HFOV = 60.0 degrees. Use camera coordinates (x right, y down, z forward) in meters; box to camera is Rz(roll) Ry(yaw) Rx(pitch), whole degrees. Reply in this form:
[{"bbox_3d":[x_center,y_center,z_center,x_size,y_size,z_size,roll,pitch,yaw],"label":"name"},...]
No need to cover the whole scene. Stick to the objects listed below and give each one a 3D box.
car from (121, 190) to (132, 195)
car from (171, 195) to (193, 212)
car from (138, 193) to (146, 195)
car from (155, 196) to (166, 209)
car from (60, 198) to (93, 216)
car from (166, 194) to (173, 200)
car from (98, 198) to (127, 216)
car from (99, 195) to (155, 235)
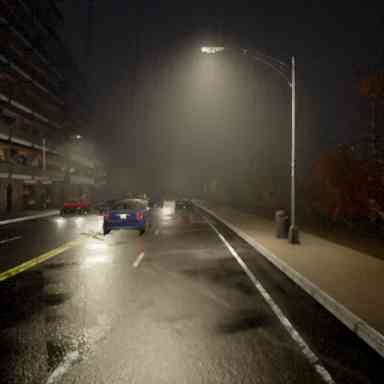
[{"bbox_3d":[-13.934,0.681,70.918,2.150,2.045,5.566,0,0,-7],"label":"car"},{"bbox_3d":[-0.881,1.313,35.344,2.128,1.511,4.902,0,0,-3],"label":"car"},{"bbox_3d":[-10.715,0.925,71.378,1.882,1.535,5.008,0,0,-7],"label":"car"},{"bbox_3d":[-4.541,1.294,42.108,1.837,1.490,4.892,0,1,-4],"label":"car"},{"bbox_3d":[-10.617,1.333,30.865,1.882,1.535,5.008,0,0,-3],"label":"car"},{"bbox_3d":[-5.287,1.120,79.804,1.994,1.385,4.181,0,0,-8],"label":"car"},{"bbox_3d":[-7.385,1.375,31.327,1.812,1.442,4.674,0,0,-3],"label":"car"},{"bbox_3d":[-3.452,1.263,18.487,2.097,1.767,4.553,0,0,-2],"label":"car"}]
